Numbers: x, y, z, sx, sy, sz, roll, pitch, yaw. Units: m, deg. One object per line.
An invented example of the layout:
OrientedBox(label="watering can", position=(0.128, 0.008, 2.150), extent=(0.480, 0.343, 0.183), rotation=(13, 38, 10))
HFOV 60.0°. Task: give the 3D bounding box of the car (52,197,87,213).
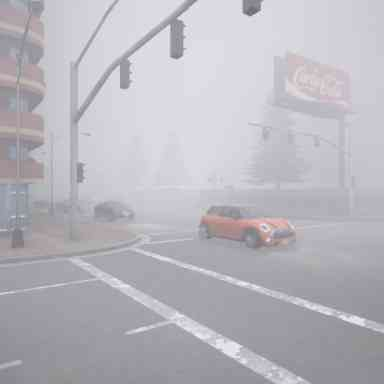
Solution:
OrientedBox(label="car", position=(-13.547, 1.478, 36.588), extent=(1.882, 1.535, 5.008), rotation=(0, 1, -36))

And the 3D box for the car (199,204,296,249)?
OrientedBox(label="car", position=(2.310, 1.350, 14.692), extent=(2.097, 1.767, 4.553), rotation=(0, 0, -36))

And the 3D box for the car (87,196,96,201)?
OrientedBox(label="car", position=(-18.260, 1.547, 55.348), extent=(2.033, 1.411, 5.357), rotation=(0, 0, -36))

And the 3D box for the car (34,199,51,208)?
OrientedBox(label="car", position=(-20.720, 1.601, 46.545), extent=(1.895, 1.301, 4.718), rotation=(0, 0, -36))

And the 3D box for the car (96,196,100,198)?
OrientedBox(label="car", position=(-17.642, 1.525, 60.448), extent=(1.812, 1.442, 4.674), rotation=(0, 0, -37))

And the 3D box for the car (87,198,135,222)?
OrientedBox(label="car", position=(-6.260, 1.492, 26.518), extent=(2.128, 1.511, 4.902), rotation=(0, 0, -36))
